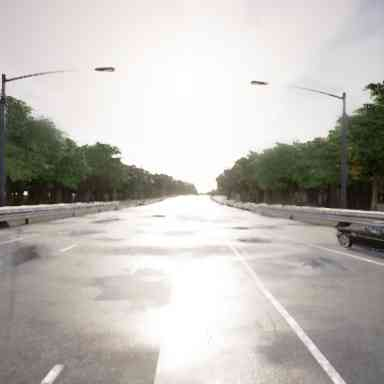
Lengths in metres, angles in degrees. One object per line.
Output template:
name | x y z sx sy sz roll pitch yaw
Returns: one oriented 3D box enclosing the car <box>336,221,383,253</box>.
car | 7.751 1.788 13.057 1.895 1.301 4.718 1 -1 -9
